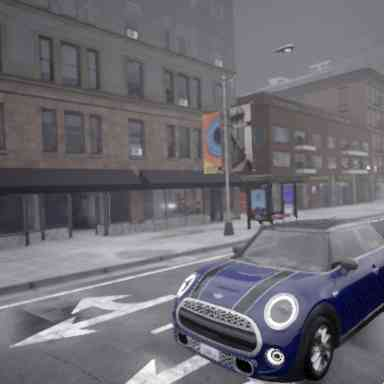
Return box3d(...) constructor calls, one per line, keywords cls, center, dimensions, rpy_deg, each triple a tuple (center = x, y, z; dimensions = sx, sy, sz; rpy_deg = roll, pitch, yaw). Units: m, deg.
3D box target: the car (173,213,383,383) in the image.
box3d(cls="car", center=(1.832, 1.309, 5.605), dimensions=(4.553, 1.767, 2.097), rpy_deg=(-2, 0, -43))
